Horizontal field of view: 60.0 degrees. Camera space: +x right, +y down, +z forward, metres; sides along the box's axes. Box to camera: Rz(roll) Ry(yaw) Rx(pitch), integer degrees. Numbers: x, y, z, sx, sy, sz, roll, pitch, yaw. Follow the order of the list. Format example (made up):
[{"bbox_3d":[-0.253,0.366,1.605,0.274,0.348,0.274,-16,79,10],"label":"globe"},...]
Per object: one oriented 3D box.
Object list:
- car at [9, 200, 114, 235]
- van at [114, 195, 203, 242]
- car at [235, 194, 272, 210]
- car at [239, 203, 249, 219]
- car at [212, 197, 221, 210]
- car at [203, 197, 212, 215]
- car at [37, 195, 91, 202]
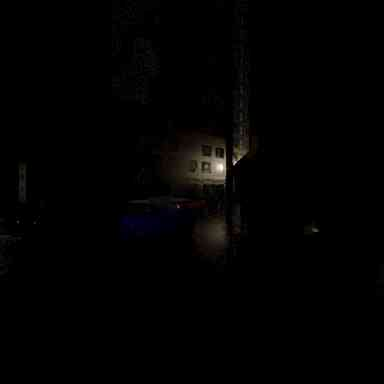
[{"bbox_3d":[-6.646,1.383,18.253,2.033,1.411,5.357,0,1,36],"label":"car"},{"bbox_3d":[-1.417,1.208,15.475,1.690,1.788,3.998,1,1,35],"label":"van"},{"bbox_3d":[6.960,1.039,37.332,2.128,1.511,4.902,0,1,36],"label":"car"},{"bbox_3d":[5.090,1.280,24.614,2.008,1.369,4.403,1,1,35],"label":"car"},{"bbox_3d":[1.401,1.166,34.130,1.947,1.339,4.313,1,2,35],"label":"car"},{"bbox_3d":[-0.671,1.061,26.641,2.097,1.767,4.553,0,1,35],"label":"car"},{"bbox_3d":[-8.360,1.123,20.420,2.192,1.841,5.009,1,1,35],"label":"car"}]
